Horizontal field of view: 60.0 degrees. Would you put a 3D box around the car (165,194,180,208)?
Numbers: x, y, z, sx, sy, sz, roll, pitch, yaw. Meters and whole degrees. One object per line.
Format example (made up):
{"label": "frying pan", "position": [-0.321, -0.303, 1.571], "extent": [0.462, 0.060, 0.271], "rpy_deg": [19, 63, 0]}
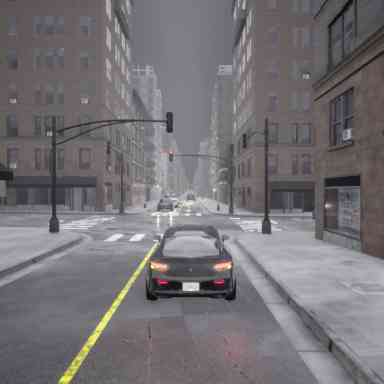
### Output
{"label": "car", "position": [-3.249, 1.292, 50.897], "extent": [2.150, 2.045, 5.566], "rpy_deg": [0, 0, 0]}

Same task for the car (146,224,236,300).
{"label": "car", "position": [-0.018, 1.527, 8.236], "extent": [1.812, 1.442, 4.674], "rpy_deg": [0, 0, 0]}

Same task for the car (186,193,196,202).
{"label": "car", "position": [-0.248, 1.358, 81.772], "extent": [2.150, 2.045, 5.566], "rpy_deg": [0, 0, 0]}

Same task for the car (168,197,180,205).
{"label": "car", "position": [-3.250, 1.639, 61.476], "extent": [2.033, 1.411, 5.357], "rpy_deg": [0, 0, 0]}

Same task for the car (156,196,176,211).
{"label": "car", "position": [-3.236, 1.556, 40.842], "extent": [1.837, 1.490, 4.892], "rpy_deg": [0, 0, -2]}

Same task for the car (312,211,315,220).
{"label": "car", "position": [12.276, 1.721, 26.856], "extent": [5.008, 1.535, 1.882], "rpy_deg": [1, 0, -1]}
